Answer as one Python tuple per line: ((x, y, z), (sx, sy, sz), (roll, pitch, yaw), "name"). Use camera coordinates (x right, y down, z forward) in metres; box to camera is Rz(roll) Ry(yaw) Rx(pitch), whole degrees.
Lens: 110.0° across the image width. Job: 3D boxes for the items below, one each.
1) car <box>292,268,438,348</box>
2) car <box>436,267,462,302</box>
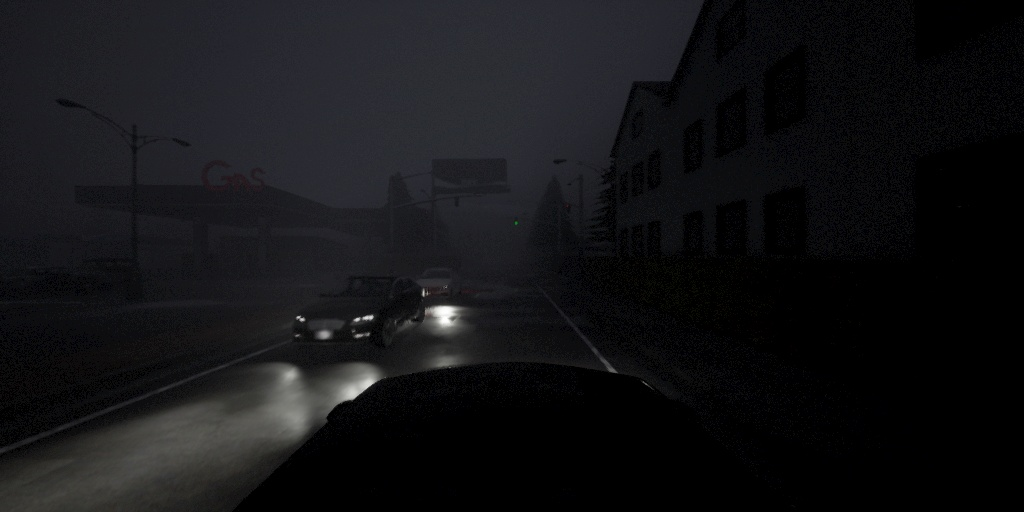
((-3.591, 1.245, 9.306), (2.128, 1.511, 4.902), (0, 0, 0), "car")
((-3.508, 1.289, 17.157), (1.812, 1.442, 4.674), (0, 0, 0), "car")
